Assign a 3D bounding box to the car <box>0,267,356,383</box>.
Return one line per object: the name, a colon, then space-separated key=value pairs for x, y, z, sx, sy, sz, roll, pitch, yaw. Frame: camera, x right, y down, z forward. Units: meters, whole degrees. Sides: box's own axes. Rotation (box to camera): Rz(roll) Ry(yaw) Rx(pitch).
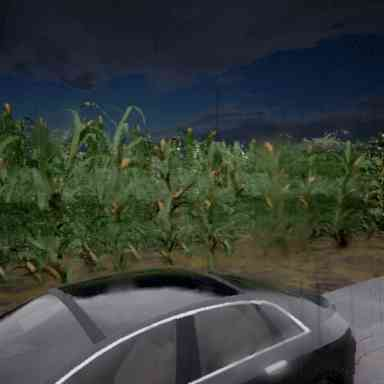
car: x=-0.630 y=1.505 z=2.611 sx=4.892 sy=1.490 sz=1.837 roll=0 pitch=0 yaw=-35
